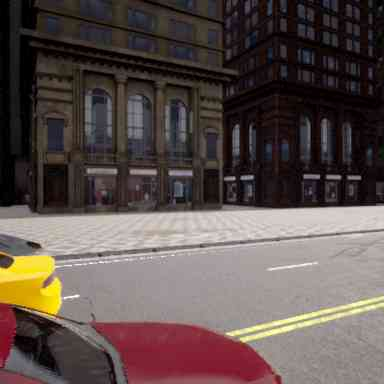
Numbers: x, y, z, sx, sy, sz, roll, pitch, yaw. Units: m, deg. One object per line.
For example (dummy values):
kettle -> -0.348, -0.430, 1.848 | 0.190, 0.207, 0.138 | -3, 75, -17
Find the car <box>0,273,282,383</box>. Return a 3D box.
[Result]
car -> -1.468, 1.525, 2.081 | 4.674, 1.442, 1.812 | 0, 0, -27

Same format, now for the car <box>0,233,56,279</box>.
car -> -4.429, 1.477, 4.428 | 5.008, 1.535, 1.882 | 0, 0, -27

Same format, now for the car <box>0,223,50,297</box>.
car -> -5.551, 1.563, 7.507 | 4.181, 1.385, 1.994 | 0, 0, -27
